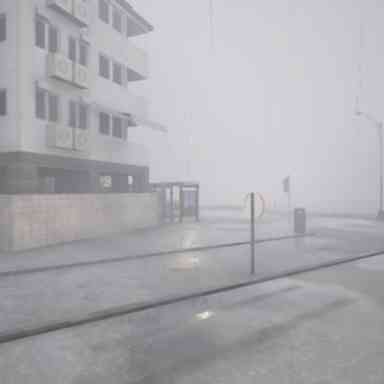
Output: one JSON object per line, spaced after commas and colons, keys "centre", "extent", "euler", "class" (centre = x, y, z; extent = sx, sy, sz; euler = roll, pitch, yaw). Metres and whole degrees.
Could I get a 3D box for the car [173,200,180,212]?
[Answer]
{"centre": [-1.651, 1.517, 36.850], "extent": [1.895, 1.301, 4.718], "euler": [0, 0, -35], "class": "car"}
